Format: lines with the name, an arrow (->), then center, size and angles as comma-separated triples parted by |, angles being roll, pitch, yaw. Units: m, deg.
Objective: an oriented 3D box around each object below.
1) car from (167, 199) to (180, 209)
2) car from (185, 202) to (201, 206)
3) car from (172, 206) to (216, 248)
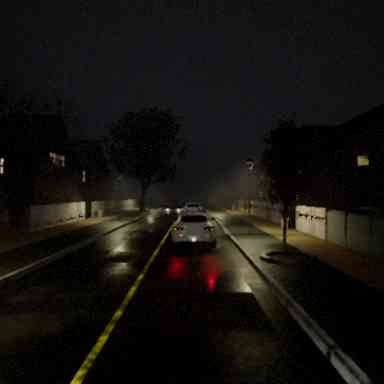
car -> -2.811, 1.799, 51.645 | 1.882, 1.535, 5.008 | 0, -1, 0
car -> 0.088, 1.673, 30.267 | 1.812, 1.442, 4.674 | 0, 0, 0
car -> 0.081, 1.588, 15.084 | 1.812, 1.442, 4.674 | 0, 0, 0
